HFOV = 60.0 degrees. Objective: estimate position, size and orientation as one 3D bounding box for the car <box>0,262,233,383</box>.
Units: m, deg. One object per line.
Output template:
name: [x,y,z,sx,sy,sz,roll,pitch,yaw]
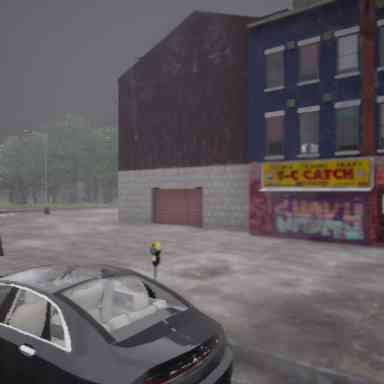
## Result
car: [-1.651,1.552,3.986,4.403,1.369,2.008,0,0,35]
